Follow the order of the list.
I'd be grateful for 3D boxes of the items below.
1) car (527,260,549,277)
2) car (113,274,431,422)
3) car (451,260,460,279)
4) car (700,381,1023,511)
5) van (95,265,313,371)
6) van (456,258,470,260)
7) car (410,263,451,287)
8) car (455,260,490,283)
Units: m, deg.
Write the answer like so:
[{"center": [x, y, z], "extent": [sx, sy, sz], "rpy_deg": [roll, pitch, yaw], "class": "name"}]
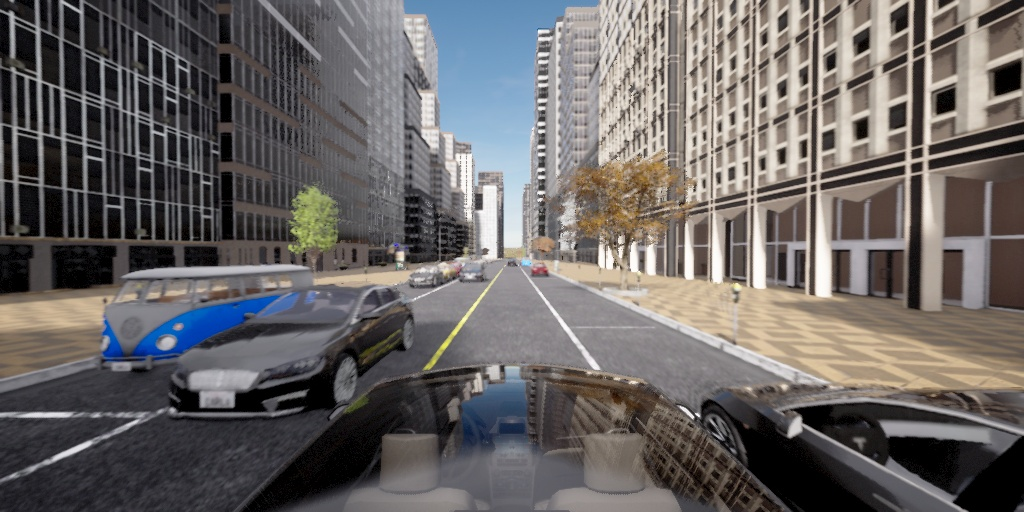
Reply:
[{"center": [2.697, 1.344, 35.452], "extent": [1.802, 1.307, 4.207], "rpy_deg": [0, 0, 0], "class": "car"}, {"center": [-3.084, 1.242, 6.206], "extent": [2.128, 1.511, 4.902], "rpy_deg": [0, 0, 0], "class": "car"}, {"center": [-5.685, 1.283, 29.658], "extent": [1.751, 1.417, 4.829], "rpy_deg": [0, 0, 0], "class": "car"}, {"center": [2.691, 1.316, 1.701], "extent": [1.948, 1.339, 4.313], "rpy_deg": [0, 0, 0], "class": "car"}, {"center": [-5.689, 1.091, 7.328], "extent": [1.690, 1.789, 3.998], "rpy_deg": [0, 0, 0], "class": "van"}, {"center": [-5.682, 1.108, 41.077], "extent": [1.690, 1.789, 3.998], "rpy_deg": [0, 0, 0], "class": "van"}, {"center": [-5.686, 1.305, 24.203], "extent": [2.007, 1.370, 4.403], "rpy_deg": [0, 0, 0], "class": "car"}, {"center": [-3.012, 1.282, 28.212], "extent": [1.812, 1.442, 4.674], "rpy_deg": [0, 0, 1], "class": "car"}]
